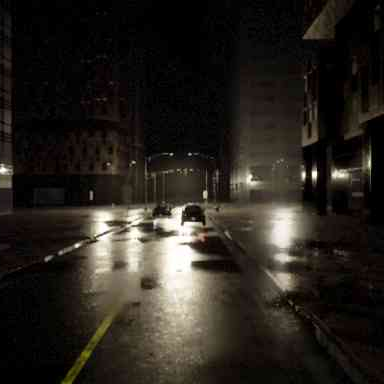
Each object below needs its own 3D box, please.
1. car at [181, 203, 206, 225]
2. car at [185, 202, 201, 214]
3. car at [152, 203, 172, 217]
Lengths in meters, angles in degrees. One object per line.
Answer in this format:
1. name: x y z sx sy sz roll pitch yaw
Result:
1. car: 0.102 1.769 25.992 1.812 1.442 4.674 0 -1 0
2. car: 0.110 1.991 42.112 1.895 1.301 4.718 0 -1 0
3. car: -3.063 1.875 35.136 2.033 1.411 5.357 0 -1 0
